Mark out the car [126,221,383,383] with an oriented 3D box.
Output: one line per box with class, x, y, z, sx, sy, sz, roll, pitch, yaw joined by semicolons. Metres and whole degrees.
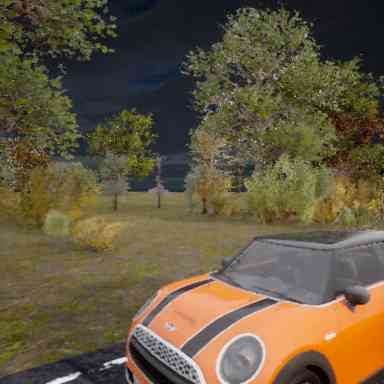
car;1.457;1.352;4.422;4.553;1.767;2.097;0;0;-36
